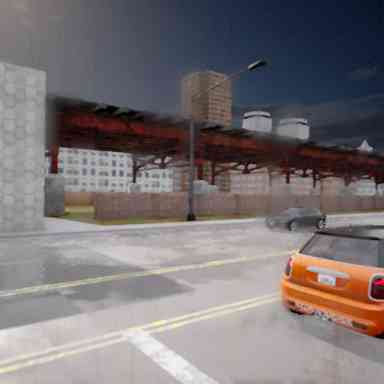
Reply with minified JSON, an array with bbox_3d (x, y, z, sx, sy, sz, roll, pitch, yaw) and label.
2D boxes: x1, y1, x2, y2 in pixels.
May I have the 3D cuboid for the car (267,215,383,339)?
[{"bbox_3d":[3.864,1.435,6.494,4.553,1.767,2.097,1,-1,-35],"label":"car"}]

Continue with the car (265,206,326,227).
[{"bbox_3d":[6.860,1.727,21.777,4.892,1.490,1.837,1,-1,-35],"label":"car"}]
